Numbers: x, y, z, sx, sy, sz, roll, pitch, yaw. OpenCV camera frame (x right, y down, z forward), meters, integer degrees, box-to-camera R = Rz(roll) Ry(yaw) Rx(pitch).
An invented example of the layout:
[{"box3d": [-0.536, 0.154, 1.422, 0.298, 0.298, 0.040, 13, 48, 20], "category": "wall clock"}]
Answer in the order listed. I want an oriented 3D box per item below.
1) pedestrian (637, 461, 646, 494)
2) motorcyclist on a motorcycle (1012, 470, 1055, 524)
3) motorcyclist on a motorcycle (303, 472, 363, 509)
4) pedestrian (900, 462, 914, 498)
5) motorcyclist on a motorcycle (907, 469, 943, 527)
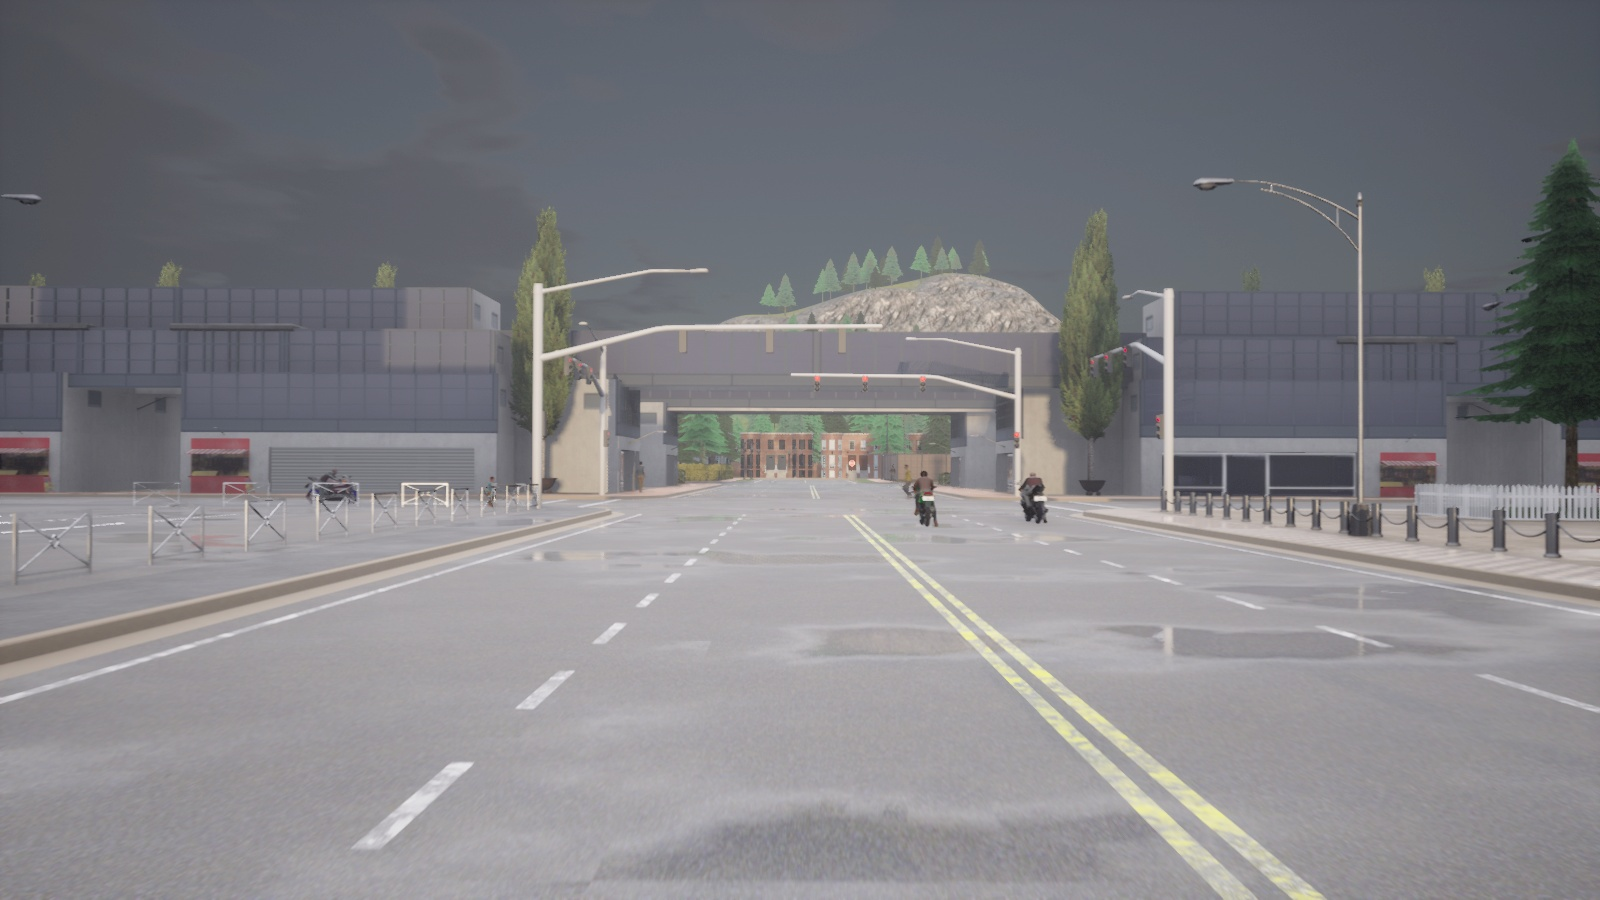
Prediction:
[{"box3d": [-9.194, 1.594, 72.810, 0.423, 1.949, 0.788, 0, -1, 0], "category": "pedestrian"}, {"box3d": [6.908, 1.375, 37.221, 0.866, 1.530, 2.191, 0, -1, 0], "category": "motorcyclist on a motorcycle"}, {"box3d": [-19.620, 1.714, 52.815, 2.191, 1.530, 0.866, 0, -1, 1], "category": "motorcyclist on a motorcycle"}, {"box3d": [5.500, 1.539, 64.644, 0.709, 1.840, 0.431, 0, -1, 0], "category": "pedestrian"}, {"box3d": [3.415, 1.295, 34.455, 0.797, 1.523, 2.044, 0, -1, 0], "category": "motorcyclist on a motorcycle"}]
